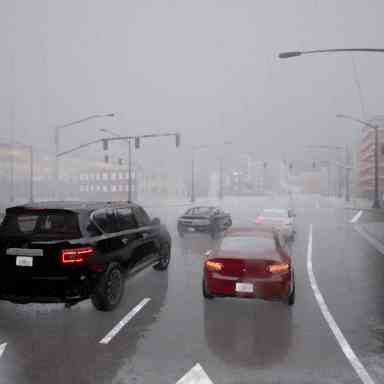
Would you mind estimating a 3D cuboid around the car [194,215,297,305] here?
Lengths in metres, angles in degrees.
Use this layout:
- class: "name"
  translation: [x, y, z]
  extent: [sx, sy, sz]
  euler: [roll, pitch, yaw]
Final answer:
- class: "car"
  translation: [1.452, 1.526, 8.124]
  extent: [1.812, 1.442, 4.674]
  euler: [0, 0, 13]

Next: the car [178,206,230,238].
- class: "car"
  translation: [0.784, 1.491, 17.289]
  extent: [2.128, 1.511, 4.902]
  euler: [0, 0, 19]

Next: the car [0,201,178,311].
- class: "car"
  translation: [-2.161, 1.221, 8.039]
  extent: [2.150, 2.045, 5.566]
  euler: [0, 0, 12]

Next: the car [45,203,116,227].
- class: "car"
  translation: [-7.972, 1.600, 24.460]
  extent: [2.033, 1.411, 5.357]
  euler: [0, 0, 20]

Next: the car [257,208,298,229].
- class: "car"
  translation: [4.191, 1.526, 16.557]
  extent: [1.812, 1.442, 4.674]
  euler: [0, 0, 20]

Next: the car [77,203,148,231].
- class: "car"
  translation: [-5.076, 1.548, 22.221]
  extent: [2.033, 1.411, 5.357]
  euler: [0, 0, 20]
